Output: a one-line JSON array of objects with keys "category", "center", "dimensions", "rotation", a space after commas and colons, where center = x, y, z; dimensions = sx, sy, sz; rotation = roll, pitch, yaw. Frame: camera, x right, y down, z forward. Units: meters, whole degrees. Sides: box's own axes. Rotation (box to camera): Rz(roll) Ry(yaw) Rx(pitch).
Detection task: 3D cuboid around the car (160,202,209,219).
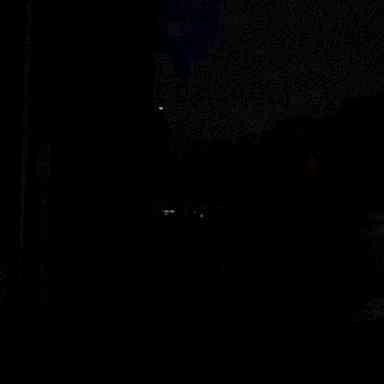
[{"category": "car", "center": [-0.764, 1.553, 29.128], "dimensions": [2.033, 1.411, 5.357], "rotation": [2, -1, -36]}]
